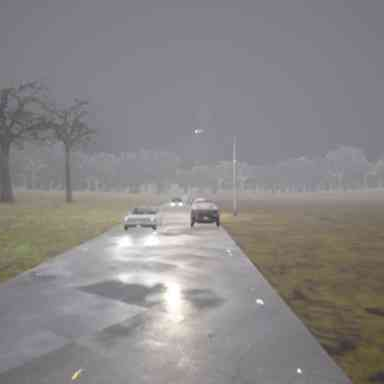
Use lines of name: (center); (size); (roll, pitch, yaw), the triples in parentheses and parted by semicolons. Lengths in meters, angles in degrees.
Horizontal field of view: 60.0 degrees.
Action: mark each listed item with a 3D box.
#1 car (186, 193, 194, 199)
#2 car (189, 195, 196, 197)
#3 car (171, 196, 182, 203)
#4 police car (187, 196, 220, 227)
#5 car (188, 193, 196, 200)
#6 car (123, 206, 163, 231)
car: (-0.005, 1.307, 56.801); (2.033, 1.411, 5.357); (0, 0, 0)
car: (0.822, 1.342, 32.635); (1.801, 1.575, 5.366); (0, 0, 0)
car: (-2.779, 1.330, 61.641); (1.895, 1.301, 4.718); (0, 0, 1)
police car: (0.823, 1.354, 22.555); (1.930, 1.638, 5.238); (0, 0, 0)
car: (-0.007, 1.042, 77.599); (1.812, 1.442, 4.674); (0, 0, 0)
car: (-2.852, 1.540, 20.078); (1.895, 1.301, 4.718); (0, 0, 0)
